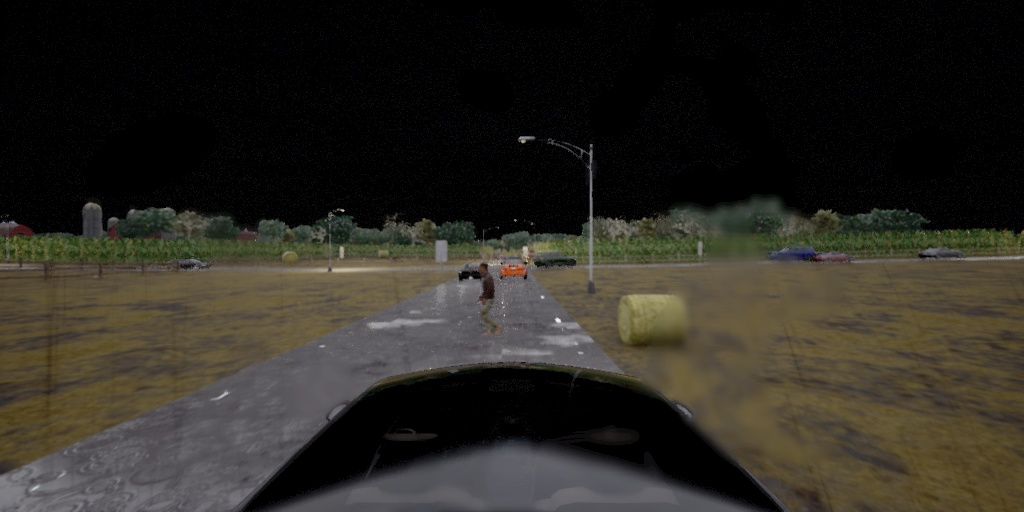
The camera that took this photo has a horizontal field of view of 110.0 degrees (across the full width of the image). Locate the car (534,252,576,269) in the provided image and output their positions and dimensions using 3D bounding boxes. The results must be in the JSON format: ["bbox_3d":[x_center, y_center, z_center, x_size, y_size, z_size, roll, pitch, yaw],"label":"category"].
[{"bbox_3d":[5.425,0.497,45.328,5.566,2.045,2.150,-1,0,-27],"label":"car"}]

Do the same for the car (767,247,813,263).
[{"bbox_3d":[37.780,-0.219,48.495,5.566,2.045,2.150,-1,2,1],"label":"car"}]

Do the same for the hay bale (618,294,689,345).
[{"bbox_3d":[3.133,1.364,8.145,1.220,1.180,1.240,0,0,0],"label":"hay bale"}]

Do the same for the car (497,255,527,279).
[{"bbox_3d":[0.118,0.887,28.934,2.097,1.767,4.553,0,0,0],"label":"car"}]

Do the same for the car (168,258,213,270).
[{"bbox_3d":[-41.117,1.051,45.931,4.892,1.490,1.837,0,2,1],"label":"car"}]

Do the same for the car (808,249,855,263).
[{"bbox_3d":[40.912,0.132,45.656,4.181,1.385,1.994,-1,2,0],"label":"car"}]

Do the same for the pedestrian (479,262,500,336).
[{"bbox_3d":[-0.585,0.998,8.659,0.375,1.860,0.375,-1,2,-10],"label":"pedestrian"}]

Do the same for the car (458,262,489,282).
[{"bbox_3d":[-2.792,1.159,26.528,1.895,1.301,4.718,0,1,0],"label":"car"}]
